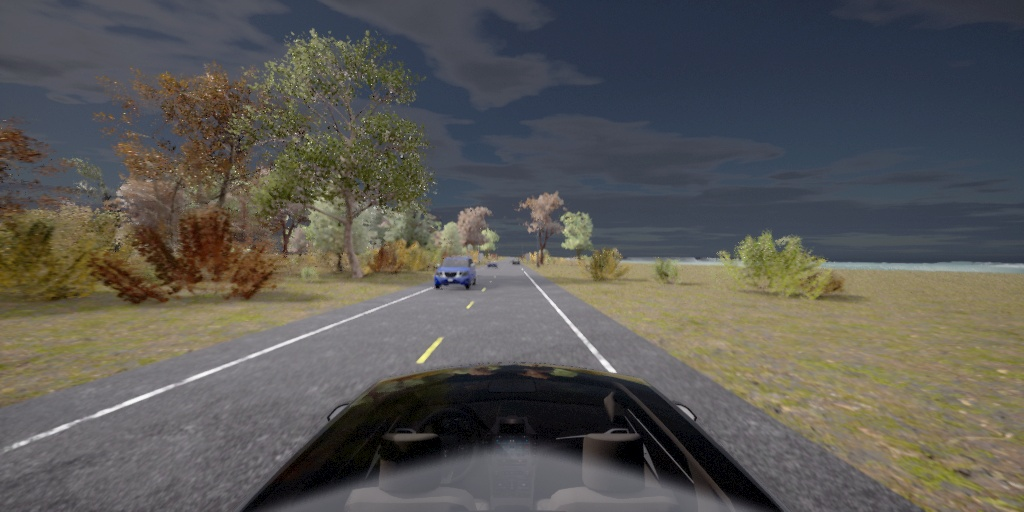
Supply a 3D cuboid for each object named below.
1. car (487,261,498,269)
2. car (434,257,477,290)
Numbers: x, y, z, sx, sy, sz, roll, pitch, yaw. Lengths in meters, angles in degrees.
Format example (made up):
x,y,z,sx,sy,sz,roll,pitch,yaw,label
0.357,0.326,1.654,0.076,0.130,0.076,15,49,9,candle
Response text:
x,y,z,sx,sy,sz,roll,pitch,yaw,label
-3.521,1.603,64.908,1.895,1.301,4.718,0,0,1,car
-3.600,1.065,23.720,2.150,2.045,5.566,0,0,0,car
